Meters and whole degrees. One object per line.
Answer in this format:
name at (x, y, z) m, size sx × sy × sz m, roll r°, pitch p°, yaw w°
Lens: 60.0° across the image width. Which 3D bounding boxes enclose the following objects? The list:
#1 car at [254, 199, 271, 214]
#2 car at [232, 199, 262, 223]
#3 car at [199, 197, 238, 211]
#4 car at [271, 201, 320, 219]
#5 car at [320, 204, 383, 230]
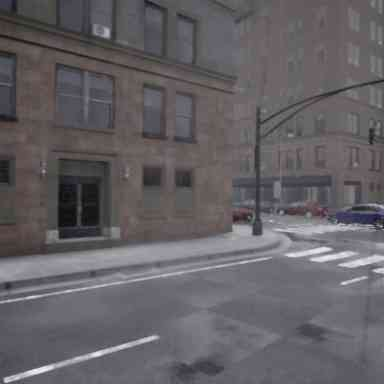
car at (6.049, 1.362, 32.465) m, size 2.008 × 1.369 × 4.403 m, roll 2°, pitch 0°, yaw -36°
car at (2.334, 1.333, 23.021) m, size 1.887 × 1.381 × 4.507 m, roll 2°, pitch 0°, yaw -36°
car at (2.839, 1.299, 36.937) m, size 1.947 × 1.339 × 4.313 m, roll 2°, pitch 0°, yaw -36°
car at (9.259, 1.433, 27.992) m, size 1.887 × 1.381 × 4.507 m, roll 2°, pitch 0°, yaw -36°
car at (10.891, 1.479, 20.962) m, size 1.812 × 1.442 × 4.674 m, roll 1°, pitch 0°, yaw -36°
